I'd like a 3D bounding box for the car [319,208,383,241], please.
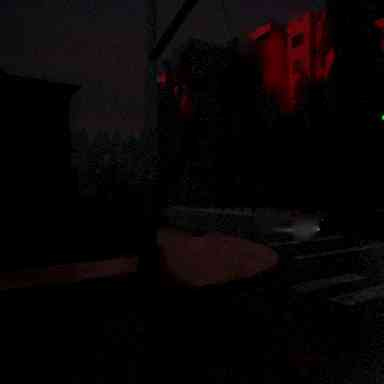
[{"bbox_3d":[8.630,1.521,16.636,1.812,1.442,4.674,0,0,-29],"label":"car"}]
